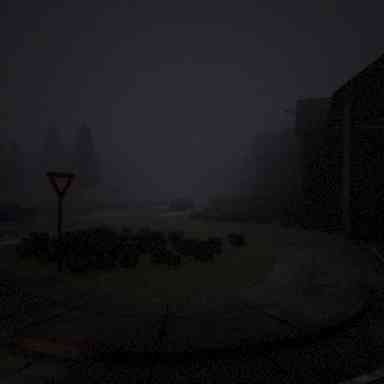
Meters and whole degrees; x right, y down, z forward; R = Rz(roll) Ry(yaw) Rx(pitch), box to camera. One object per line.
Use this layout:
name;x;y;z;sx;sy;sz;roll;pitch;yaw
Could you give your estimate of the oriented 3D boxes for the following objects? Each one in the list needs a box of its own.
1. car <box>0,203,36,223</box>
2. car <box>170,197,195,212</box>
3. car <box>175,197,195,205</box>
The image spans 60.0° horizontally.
car;-13.197;1.473;22.513;2.033;1.411;5.357;0;0;19
car;-1.115;1.411;37.081;1.816;1.474;4.193;-6;-1;17
car;-1.115;1.498;56.593;1.895;1.301;4.718;0;0;19
